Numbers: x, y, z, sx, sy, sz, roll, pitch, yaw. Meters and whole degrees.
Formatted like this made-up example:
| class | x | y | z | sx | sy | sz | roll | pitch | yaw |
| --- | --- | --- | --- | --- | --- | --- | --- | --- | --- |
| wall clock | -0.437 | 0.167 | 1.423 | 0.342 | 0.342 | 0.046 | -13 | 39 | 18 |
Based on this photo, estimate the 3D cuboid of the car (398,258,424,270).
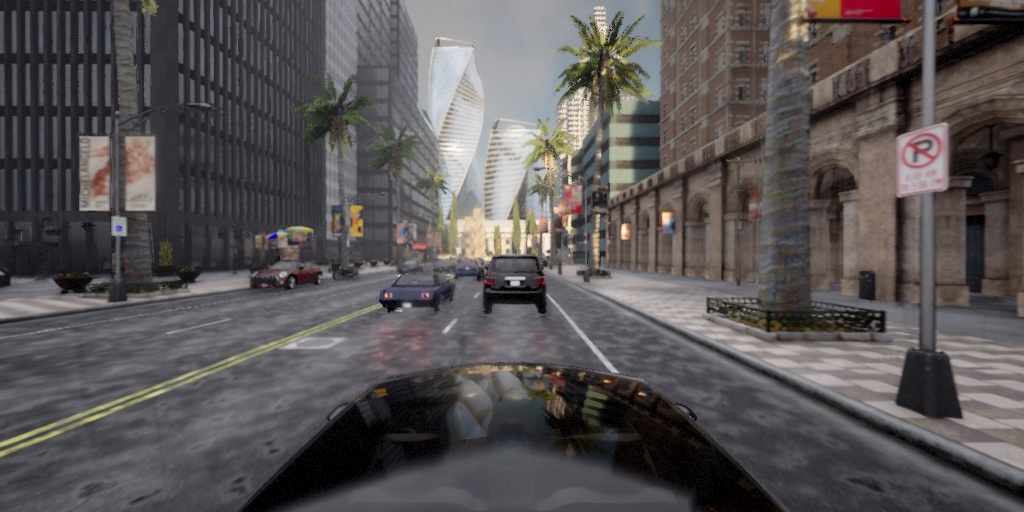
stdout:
| class | x | y | z | sx | sy | sz | roll | pitch | yaw |
| --- | --- | --- | --- | --- | --- | --- | --- | --- | --- |
| car | -10.791 | 1.133 | 38.476 | 1.812 | 1.442 | 4.674 | 0 | 0 | -1 |

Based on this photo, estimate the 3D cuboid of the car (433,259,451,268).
| class | x | y | z | sx | sy | sz | roll | pitch | yaw |
| --- | --- | --- | --- | --- | --- | --- | --- | --- | --- |
| car | -7.293 | 1.111 | 38.792 | 1.837 | 1.490 | 4.892 | 0 | 0 | -1 |

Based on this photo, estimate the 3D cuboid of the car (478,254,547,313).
| class | x | y | z | sx | sy | sz | roll | pitch | yaw |
| --- | --- | --- | --- | --- | --- | --- | --- | --- | --- |
| car | 0.104 | 0.926 | 13.929 | 2.150 | 2.045 | 5.566 | 0 | 1 | 0 |

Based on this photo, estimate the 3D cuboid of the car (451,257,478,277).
| class | x | y | z | sx | sy | sz | roll | pitch | yaw |
| --- | --- | --- | --- | --- | --- | --- | --- | --- | --- |
| car | -3.520 | 0.991 | 30.389 | 2.097 | 1.767 | 4.553 | 0 | 0 | 0 |

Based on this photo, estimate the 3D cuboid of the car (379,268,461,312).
| class | x | y | z | sx | sy | sz | roll | pitch | yaw |
| --- | --- | --- | --- | --- | --- | --- | --- | --- | --- |
| car | -3.388 | 1.304 | 13.859 | 1.895 | 1.301 | 4.718 | 0 | 0 | 0 |
